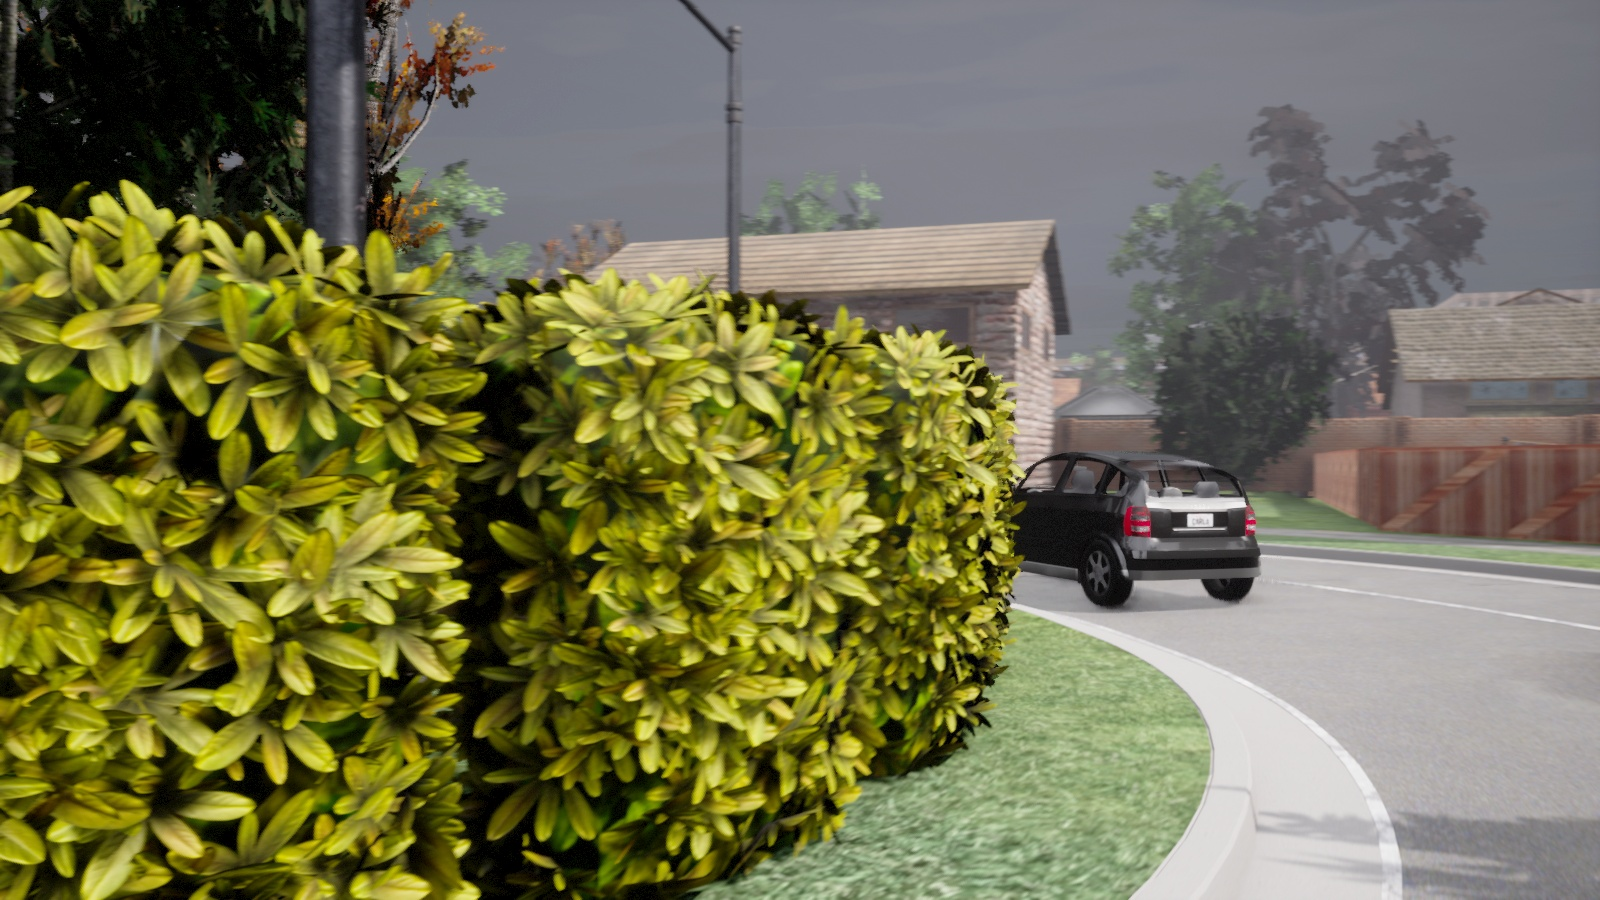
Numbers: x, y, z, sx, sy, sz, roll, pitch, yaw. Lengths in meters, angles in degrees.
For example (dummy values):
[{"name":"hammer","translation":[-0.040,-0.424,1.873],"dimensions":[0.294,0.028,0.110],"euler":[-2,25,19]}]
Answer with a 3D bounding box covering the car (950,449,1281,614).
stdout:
[{"name":"car","translation":[3.286,0.779,13.834],"dimensions":[1.789,1.549,3.705],"euler":[0,0,-19]}]
